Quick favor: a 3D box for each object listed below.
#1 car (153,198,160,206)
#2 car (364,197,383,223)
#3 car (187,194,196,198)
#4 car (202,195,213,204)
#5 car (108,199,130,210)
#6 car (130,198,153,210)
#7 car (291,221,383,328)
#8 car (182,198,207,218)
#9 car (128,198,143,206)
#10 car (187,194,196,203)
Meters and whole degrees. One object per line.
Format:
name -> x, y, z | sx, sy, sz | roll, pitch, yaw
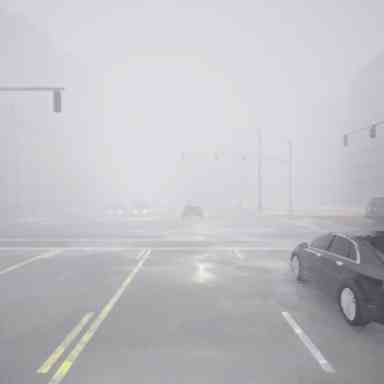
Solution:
car -> -7.127, 1.840, 63.580 | 1.812, 1.442, 4.674 | 0, 0, 0
car -> 14.700, 1.333, 22.458 | 5.566, 2.045, 2.150 | 0, 0, 4
car -> -0.119, 1.700, 71.549 | 2.097, 1.767, 4.553 | 0, 0, 0
car -> 3.382, 1.842, 71.168 | 1.837, 1.490, 4.892 | 0, 0, 0
car -> -10.658, 1.761, 47.719 | 1.812, 1.442, 4.674 | 0, 0, 0
car -> -7.160, 1.799, 47.703 | 1.994, 1.385, 4.181 | 0, 0, 0
car -> 3.563, 1.539, 7.042 | 1.837, 1.490, 4.892 | 0, -1, 0
car -> 0.044, 1.647, 31.386 | 2.128, 1.511, 4.902 | 0, 0, 0
car -> -10.621, 1.857, 62.858 | 2.033, 1.411, 5.357 | 0, 0, 0
car -> -0.135, 1.516, 81.612 | 2.150, 2.045, 5.566 | 0, 0, 0
